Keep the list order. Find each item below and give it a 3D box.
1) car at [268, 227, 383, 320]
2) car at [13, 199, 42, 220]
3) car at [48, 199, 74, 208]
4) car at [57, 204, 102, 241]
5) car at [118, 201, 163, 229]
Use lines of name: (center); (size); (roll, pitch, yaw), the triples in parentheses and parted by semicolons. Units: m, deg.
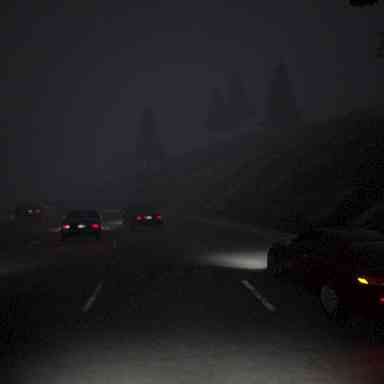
car: (3.137, 1.468, 7.136); (1.812, 1.442, 4.674); (0, 0, -6)
car: (-14.255, 1.622, 28.769); (2.033, 1.411, 5.357); (-1, 0, -31)
car: (-18.430, 1.670, 46.483); (1.895, 1.301, 4.718); (-1, 0, -44)
car: (-5.631, 1.560, 17.013); (2.033, 1.411, 5.357); (-1, 0, -17)
car: (-3.319, 1.520, 21.391); (2.033, 1.411, 5.357); (-1, 0, -20)
